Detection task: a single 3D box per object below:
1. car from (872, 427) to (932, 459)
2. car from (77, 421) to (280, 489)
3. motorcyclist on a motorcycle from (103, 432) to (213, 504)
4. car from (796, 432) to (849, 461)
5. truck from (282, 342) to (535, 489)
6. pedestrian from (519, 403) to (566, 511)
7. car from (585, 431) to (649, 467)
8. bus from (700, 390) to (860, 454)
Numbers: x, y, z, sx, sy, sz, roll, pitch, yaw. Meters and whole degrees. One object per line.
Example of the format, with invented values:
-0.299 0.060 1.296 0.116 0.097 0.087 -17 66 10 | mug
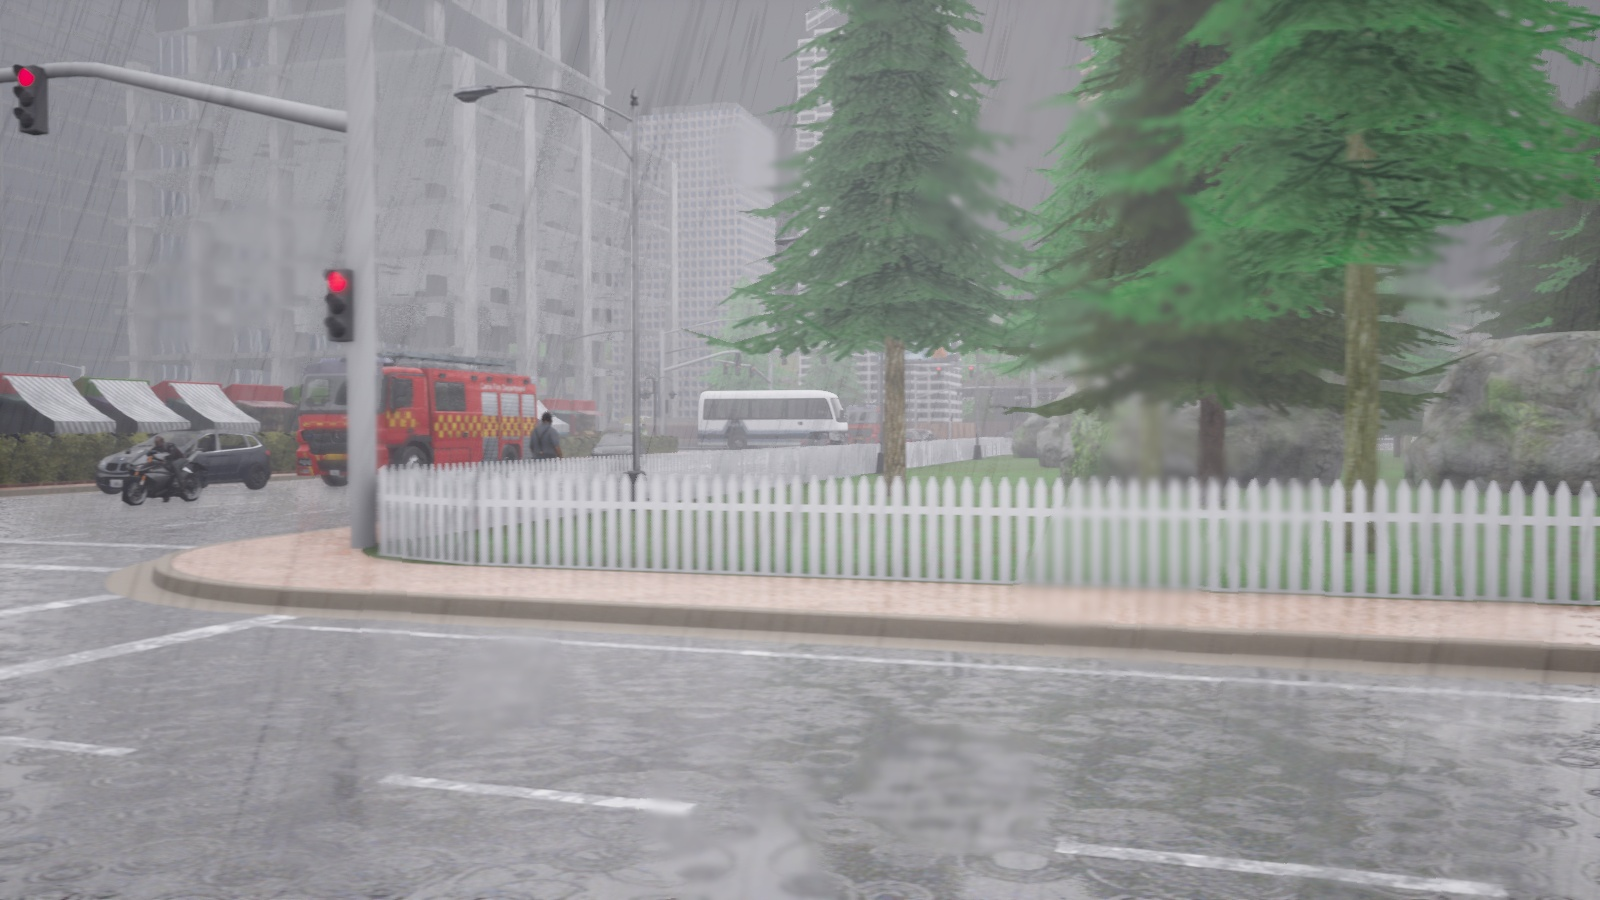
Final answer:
5.565 -0.398 68.054 2.242 1.667 4.611 1 1 17 | car
-16.218 0.080 33.086 2.242 1.667 4.611 0 1 17 | car
-14.182 0.363 27.814 0.866 1.530 2.191 0 1 17 | motorcyclist on a motorcycle
1.219 -0.209 65.838 1.845 1.501 3.633 0 1 17 | car
-11.252 -0.977 37.271 2.891 3.827 8.468 0 1 17 | truck
-4.489 0.117 21.904 0.540 1.848 0.694 0 1 17 | pedestrian
-7.823 -0.069 54.076 2.163 1.488 4.792 0 1 -1 | car
-1.293 -1.942 85.592 10.273 4.253 3.944 1 2 12 | bus
